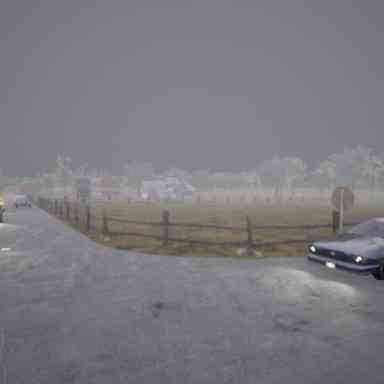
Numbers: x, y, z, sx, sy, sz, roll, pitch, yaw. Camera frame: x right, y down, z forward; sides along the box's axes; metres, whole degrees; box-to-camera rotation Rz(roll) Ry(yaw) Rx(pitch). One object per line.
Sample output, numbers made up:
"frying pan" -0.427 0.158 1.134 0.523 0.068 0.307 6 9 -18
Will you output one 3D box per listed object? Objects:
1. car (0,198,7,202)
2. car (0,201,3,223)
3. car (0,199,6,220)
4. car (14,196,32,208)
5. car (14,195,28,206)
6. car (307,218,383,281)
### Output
"car" -21.195 1.352 35.929 1.882 1.535 5.008 0 0 -28
"car" -10.111 1.418 15.499 1.882 1.535 5.008 0 0 -28
"car" -14.858 1.476 24.206 1.994 1.385 4.181 0 0 -29
"car" -22.501 1.401 44.429 2.033 1.411 5.357 0 0 -28
"car" -27.696 1.303 53.746 1.882 1.535 5.008 0 0 -29
"car" 5.937 1.514 9.917 5.357 1.411 2.033 0 2 -29
